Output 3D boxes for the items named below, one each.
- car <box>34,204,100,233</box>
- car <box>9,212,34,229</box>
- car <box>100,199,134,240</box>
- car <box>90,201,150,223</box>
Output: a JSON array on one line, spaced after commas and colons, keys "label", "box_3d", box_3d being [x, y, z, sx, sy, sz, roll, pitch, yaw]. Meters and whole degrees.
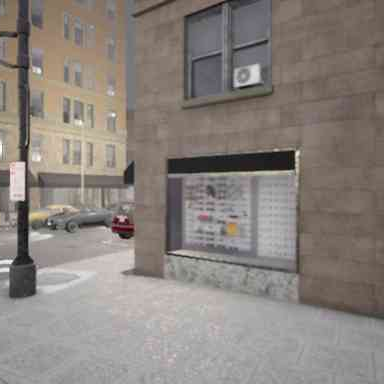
[{"label": "car", "box_3d": [-6.384, 1.484, 19.147, 1.994, 1.385, 4.181, 0, 0, 35]}, {"label": "car", "box_3d": [-8.687, 1.434, 20.665, 1.752, 1.417, 4.829, 0, 0, 35]}, {"label": "car", "box_3d": [-1.593, 1.259, 15.931, 2.192, 1.841, 5.009, 0, 0, 35]}, {"label": "car", "box_3d": [-5.374, 1.462, 25.456, 1.947, 1.339, 4.313, 0, 0, 35]}]
